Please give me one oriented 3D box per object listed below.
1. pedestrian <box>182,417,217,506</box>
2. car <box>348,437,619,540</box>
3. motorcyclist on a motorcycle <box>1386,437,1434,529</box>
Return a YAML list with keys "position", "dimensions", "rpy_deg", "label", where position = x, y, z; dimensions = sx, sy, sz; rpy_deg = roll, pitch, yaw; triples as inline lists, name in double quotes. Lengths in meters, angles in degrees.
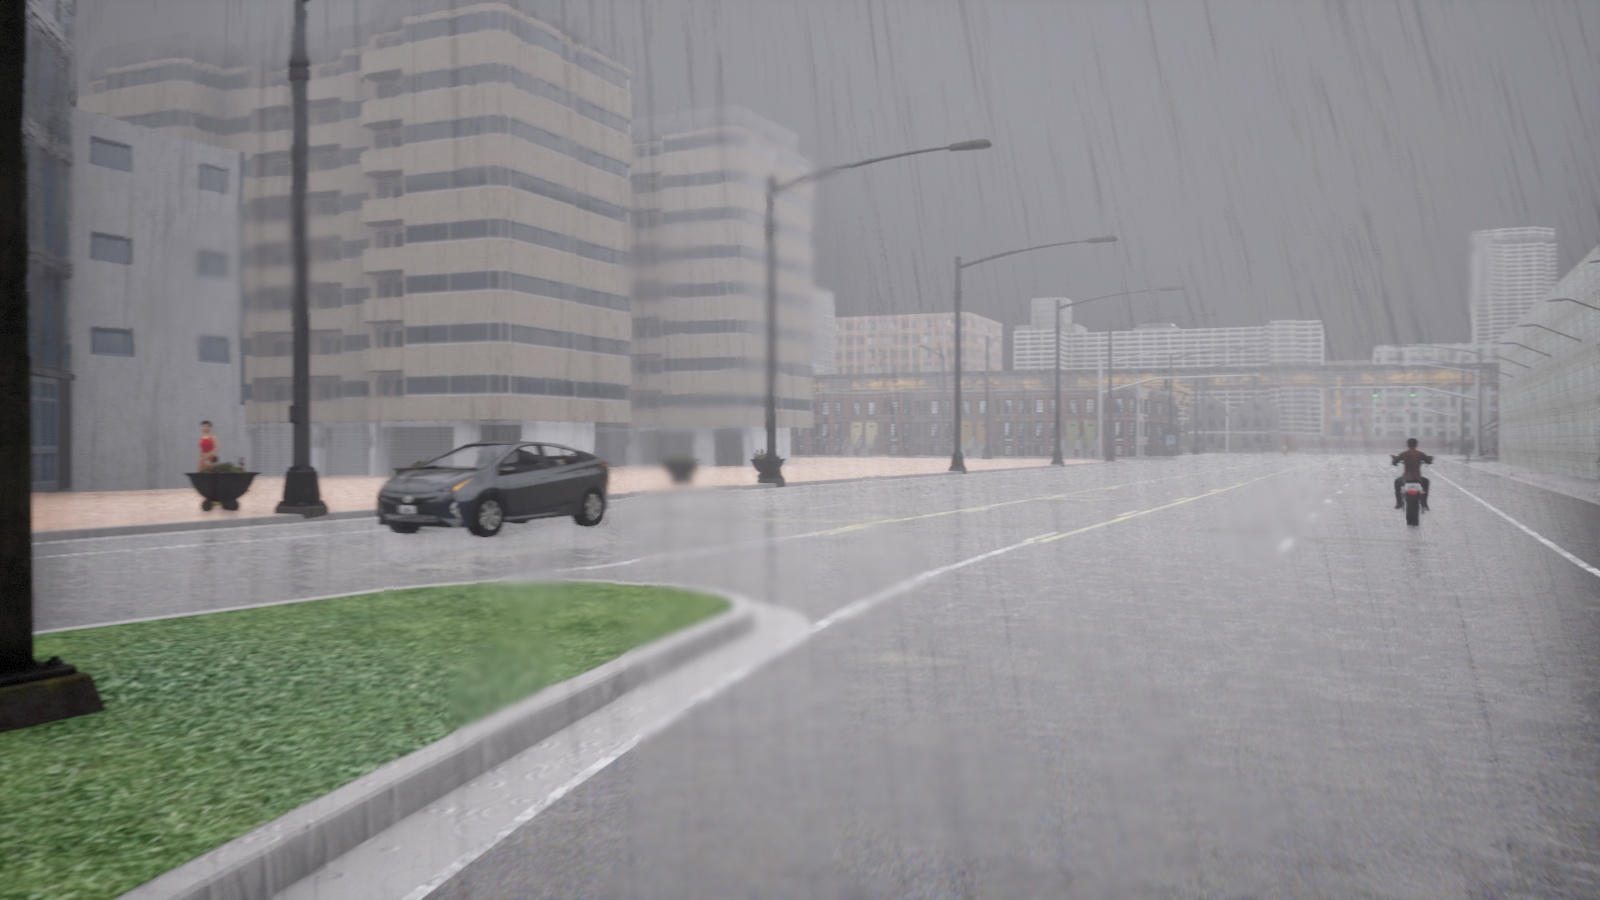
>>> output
- position: [-12.580, 0.228, 26.310]
  dimensions: [0.345, 1.836, 0.594]
  rpy_deg: [0, 0, 20]
  label: "pedestrian"
- position: [-5.166, 0.559, 21.185]
  dimensions: [2.007, 1.525, 4.514]
  rpy_deg: [0, 0, 26]
  label: "car"
- position: [11.487, 0.592, 23.692]
  dimensions: [0.766, 1.649, 2.350]
  rpy_deg: [0, 0, 25]
  label: "motorcyclist on a motorcycle"
